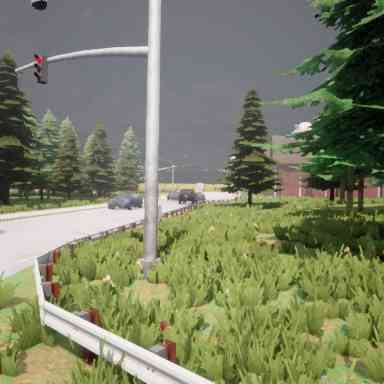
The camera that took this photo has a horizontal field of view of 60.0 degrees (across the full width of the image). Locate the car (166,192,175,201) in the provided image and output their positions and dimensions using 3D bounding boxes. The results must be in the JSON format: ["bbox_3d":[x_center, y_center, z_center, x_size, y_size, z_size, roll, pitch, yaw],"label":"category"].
[{"bbox_3d":[-2.860,0.719,54.231,1.837,1.490,4.892,1,1,9],"label":"car"}]

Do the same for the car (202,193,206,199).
[{"bbox_3d":[1.241,0.788,57.384,2.033,1.411,5.357,1,1,9],"label":"car"}]

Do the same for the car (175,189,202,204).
[{"bbox_3d":[-0.403,0.599,46.416,2.150,2.045,5.566,1,1,9],"label":"car"}]

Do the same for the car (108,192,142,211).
[{"bbox_3d":[-6.459,0.816,32.453,2.097,1.767,4.553,1,1,10],"label":"car"}]
